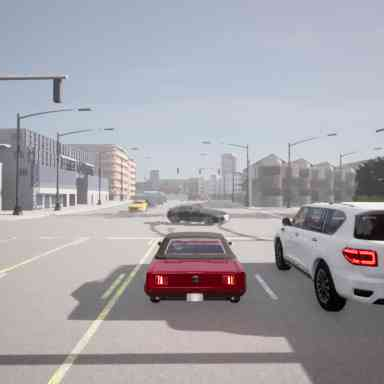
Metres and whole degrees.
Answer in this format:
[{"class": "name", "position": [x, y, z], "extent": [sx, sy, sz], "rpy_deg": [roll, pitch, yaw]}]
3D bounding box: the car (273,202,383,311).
[{"class": "car", "position": [3.565, 1.234, 7.919], "extent": [2.150, 2.045, 5.566], "rpy_deg": [0, 0, 0]}]

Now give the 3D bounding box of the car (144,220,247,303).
[{"class": "car", "position": [0.071, 1.617, 8.211], "extent": [1.895, 1.301, 4.718], "rpy_deg": [0, 0, 0]}]

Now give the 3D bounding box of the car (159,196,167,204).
[{"class": "car", "position": [-6.986, 1.796, 69.112], "extent": [2.128, 1.511, 4.902], "rpy_deg": [0, 1, 0]}]

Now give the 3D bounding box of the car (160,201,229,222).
[{"class": "car", "position": [0.361, 1.628, 24.515], "extent": [4.902, 1.511, 2.128], "rpy_deg": [0, 0, 33]}]

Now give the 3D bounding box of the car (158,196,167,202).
[{"class": "car", "position": [-6.983, 1.693, 79.480], "extent": [1.812, 1.442, 4.674], "rpy_deg": [0, 1, 0]}]

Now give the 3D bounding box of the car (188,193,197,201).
[{"class": "car", "position": [0.020, 1.389, 88.887], "extent": [2.150, 2.045, 5.566], "rpy_deg": [0, -1, 0]}]

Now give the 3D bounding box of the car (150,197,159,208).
[{"class": "car", "position": [-7.074, 1.920, 55.486], "extent": [1.837, 1.490, 4.892], "rpy_deg": [0, 0, 0]}]

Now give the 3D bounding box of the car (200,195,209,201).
[{"class": "car", "position": [3.520, 1.523, 89.240], "extent": [2.097, 1.767, 4.553], "rpy_deg": [0, -1, 0]}]

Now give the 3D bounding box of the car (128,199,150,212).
[{"class": "car", "position": [-7.086, 1.821, 43.486], "extent": [1.882, 1.535, 5.008], "rpy_deg": [0, 0, 0]}]
